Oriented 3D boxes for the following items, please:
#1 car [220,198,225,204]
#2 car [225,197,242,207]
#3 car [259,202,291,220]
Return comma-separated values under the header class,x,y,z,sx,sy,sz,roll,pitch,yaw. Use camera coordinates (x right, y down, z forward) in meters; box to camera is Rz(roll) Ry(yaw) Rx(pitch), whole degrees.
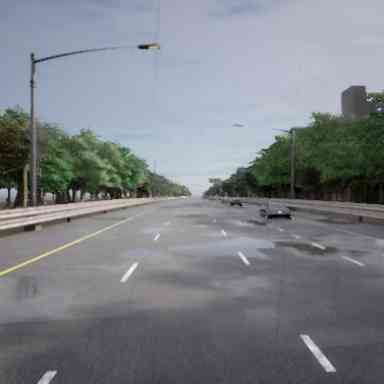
class,x,y,z,sx,sy,sz,roll,pitch,yaw
car,7.246,1.931,73.254,2.033,1.411,5.357,0,-1,0
car,7.133,1.686,55.577,1.837,1.490,4.892,0,-1,0
car,7.029,1.582,28.536,1.994,1.385,4.181,0,0,0
